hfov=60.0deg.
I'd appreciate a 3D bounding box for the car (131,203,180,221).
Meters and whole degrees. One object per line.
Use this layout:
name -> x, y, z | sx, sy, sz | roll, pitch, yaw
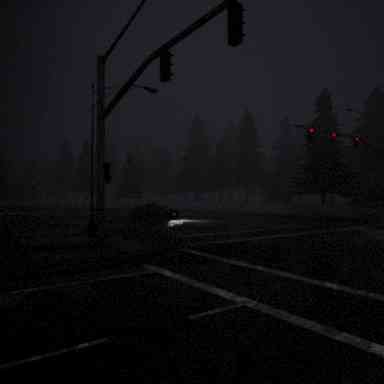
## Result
car -> -3.032, 1.584, 27.596 | 4.181, 1.385, 1.994 | 0, 0, 34
